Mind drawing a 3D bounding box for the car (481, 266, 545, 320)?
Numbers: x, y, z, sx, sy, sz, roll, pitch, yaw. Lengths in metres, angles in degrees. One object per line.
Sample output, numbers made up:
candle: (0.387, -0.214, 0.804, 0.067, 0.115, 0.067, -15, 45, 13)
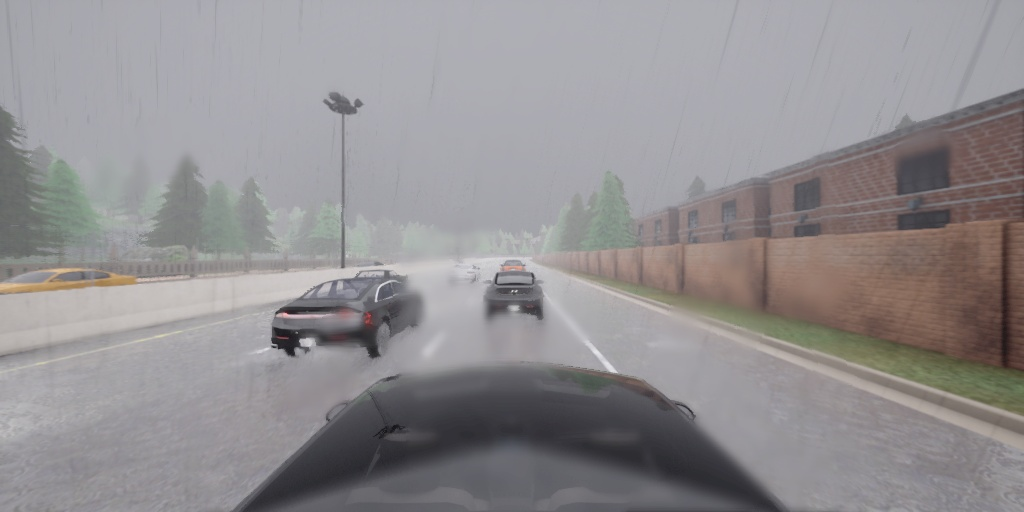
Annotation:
car: (0.094, 1.255, 12.551, 1.837, 1.490, 4.892, 0, 0, 0)

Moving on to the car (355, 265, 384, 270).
car: (-6.904, 1.351, 18.839, 1.895, 1.301, 4.718, 0, 0, 0)

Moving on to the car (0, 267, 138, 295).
car: (-17.600, 1.228, 13.818, 1.882, 1.535, 5.008, 0, 0, 0)

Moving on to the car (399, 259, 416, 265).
car: (-17.511, 1.250, 60.129, 2.128, 1.511, 4.902, 0, 0, 0)

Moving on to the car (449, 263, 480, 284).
car: (-3.418, 1.276, 26.767, 1.812, 1.442, 4.674, 0, 0, 0)

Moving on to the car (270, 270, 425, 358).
car: (-3.403, 1.242, 8.444, 2.128, 1.511, 4.902, 0, 0, 0)

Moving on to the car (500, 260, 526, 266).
car: (0.094, 1.103, 30.520, 2.097, 1.767, 4.553, 0, 0, 0)

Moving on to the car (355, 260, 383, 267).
car: (-14.083, 1.257, 35.425, 1.837, 1.490, 4.892, 0, 0, 0)
